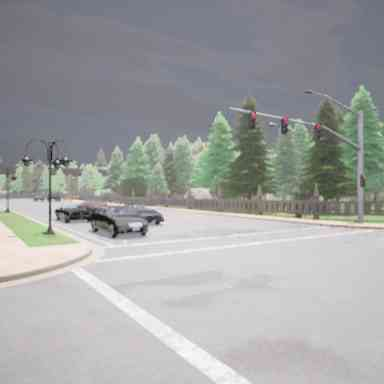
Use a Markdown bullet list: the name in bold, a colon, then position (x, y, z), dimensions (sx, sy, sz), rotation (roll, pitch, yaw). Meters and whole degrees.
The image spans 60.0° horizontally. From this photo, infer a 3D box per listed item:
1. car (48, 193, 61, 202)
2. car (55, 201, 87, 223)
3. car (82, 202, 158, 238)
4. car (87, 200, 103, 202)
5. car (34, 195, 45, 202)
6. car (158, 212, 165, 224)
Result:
- **car**: position (-33.989, 1.206, 82.004), dimensions (2.150, 2.045, 5.566), rotation (0, 0, -34)
- **car**: position (-9.206, 1.635, 25.809), dimensions (1.895, 1.301, 4.718), rotation (0, 0, -33)
- **car**: position (-4.050, 1.520, 18.066), dimensions (2.128, 1.511, 4.902), rotation (0, 0, -34)
- **car**: position (-9.455, 1.525, 32.534), dimensions (1.882, 1.535, 5.008), rotation (0, 0, -33)
- **car**: position (-36.621, 1.471, 79.642), dimensions (2.033, 1.411, 5.357), rotation (0, 0, -34)
- **car**: position (-4.007, 1.588, 24.309), dimensions (2.033, 1.411, 5.357), rotation (0, 0, -34)
